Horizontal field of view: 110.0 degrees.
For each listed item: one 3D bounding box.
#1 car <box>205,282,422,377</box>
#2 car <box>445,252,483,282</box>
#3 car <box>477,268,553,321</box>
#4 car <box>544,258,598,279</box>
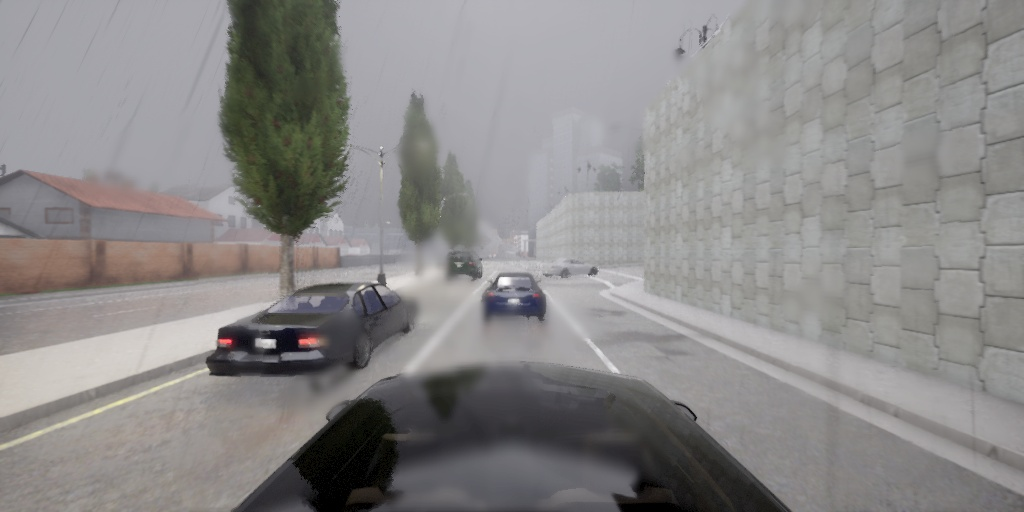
[{"bbox_3d":[-3.436,1.254,7.540,2.033,1.411,5.357,0,0,0],"label":"car"},{"bbox_3d":[-3.443,0.748,26.401,2.150,2.045,5.566,-1,0,0],"label":"car"},{"bbox_3d":[0.086,1.235,12.124,1.994,1.385,4.181,0,0,0],"label":"car"},{"bbox_3d":[4.383,0.902,26.915,4.674,1.442,1.812,-1,-1,-35],"label":"car"}]
